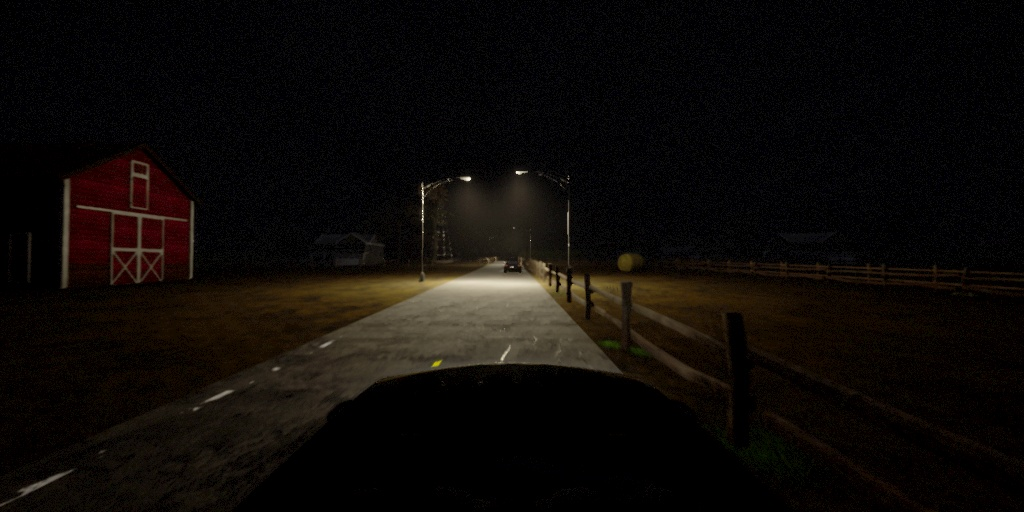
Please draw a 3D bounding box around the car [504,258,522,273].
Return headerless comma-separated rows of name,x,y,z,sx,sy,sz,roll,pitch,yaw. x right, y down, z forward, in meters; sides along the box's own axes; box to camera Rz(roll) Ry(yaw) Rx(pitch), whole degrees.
car,0.084,1.159,40.873,1.994,1.385,4.181,0,0,0
